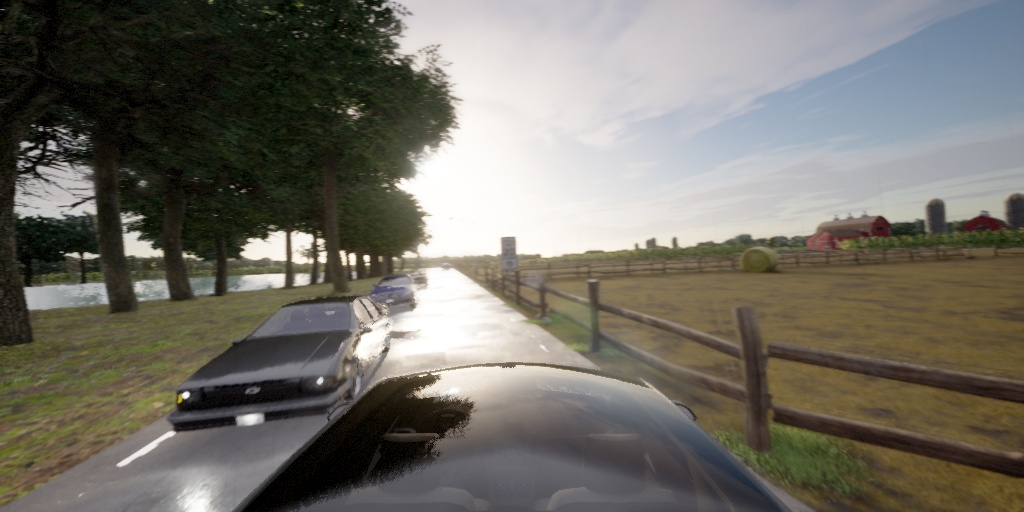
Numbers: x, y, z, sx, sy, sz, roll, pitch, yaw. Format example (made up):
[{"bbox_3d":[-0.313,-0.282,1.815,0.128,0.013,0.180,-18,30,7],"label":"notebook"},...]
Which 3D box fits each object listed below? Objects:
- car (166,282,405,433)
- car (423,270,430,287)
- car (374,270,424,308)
[{"bbox_3d":[-3.440,1.486,6.653,2.033,1.411,5.357,-3,0,-10],"label":"car"},{"bbox_3d":[-7.865,1.846,29.789,1.895,1.301,4.718,-3,0,-11],"label":"car"},{"bbox_3d":[-5.371,1.588,16.815,1.812,1.442,4.674,-3,0,-11],"label":"car"}]
